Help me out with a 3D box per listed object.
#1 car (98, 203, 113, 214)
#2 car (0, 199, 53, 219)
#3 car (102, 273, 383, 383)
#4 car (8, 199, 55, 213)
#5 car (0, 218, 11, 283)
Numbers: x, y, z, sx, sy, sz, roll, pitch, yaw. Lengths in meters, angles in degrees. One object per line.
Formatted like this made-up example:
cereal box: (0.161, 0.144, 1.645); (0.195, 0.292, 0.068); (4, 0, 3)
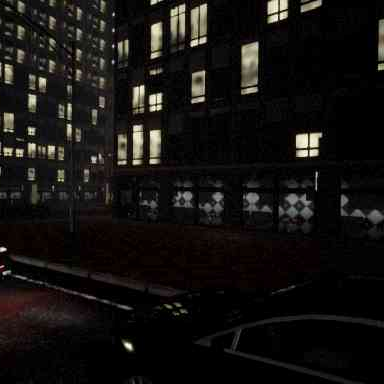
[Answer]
car: (-8.878, 1.829, 39.777); (1.752, 1.417, 4.829); (1, 0, 36)
car: (-15.662, 1.519, 30.556); (2.192, 1.841, 5.009); (1, 0, 36)
car: (1.315, 1.491, 2.743); (4.902, 1.511, 2.128); (0, 0, 35)
car: (-19.174, 1.642, 39.926); (1.752, 1.417, 4.829); (1, 0, 36)
car: (-6.367, 1.487, 8.197); (4.902, 1.511, 2.128); (0, 0, 36)
